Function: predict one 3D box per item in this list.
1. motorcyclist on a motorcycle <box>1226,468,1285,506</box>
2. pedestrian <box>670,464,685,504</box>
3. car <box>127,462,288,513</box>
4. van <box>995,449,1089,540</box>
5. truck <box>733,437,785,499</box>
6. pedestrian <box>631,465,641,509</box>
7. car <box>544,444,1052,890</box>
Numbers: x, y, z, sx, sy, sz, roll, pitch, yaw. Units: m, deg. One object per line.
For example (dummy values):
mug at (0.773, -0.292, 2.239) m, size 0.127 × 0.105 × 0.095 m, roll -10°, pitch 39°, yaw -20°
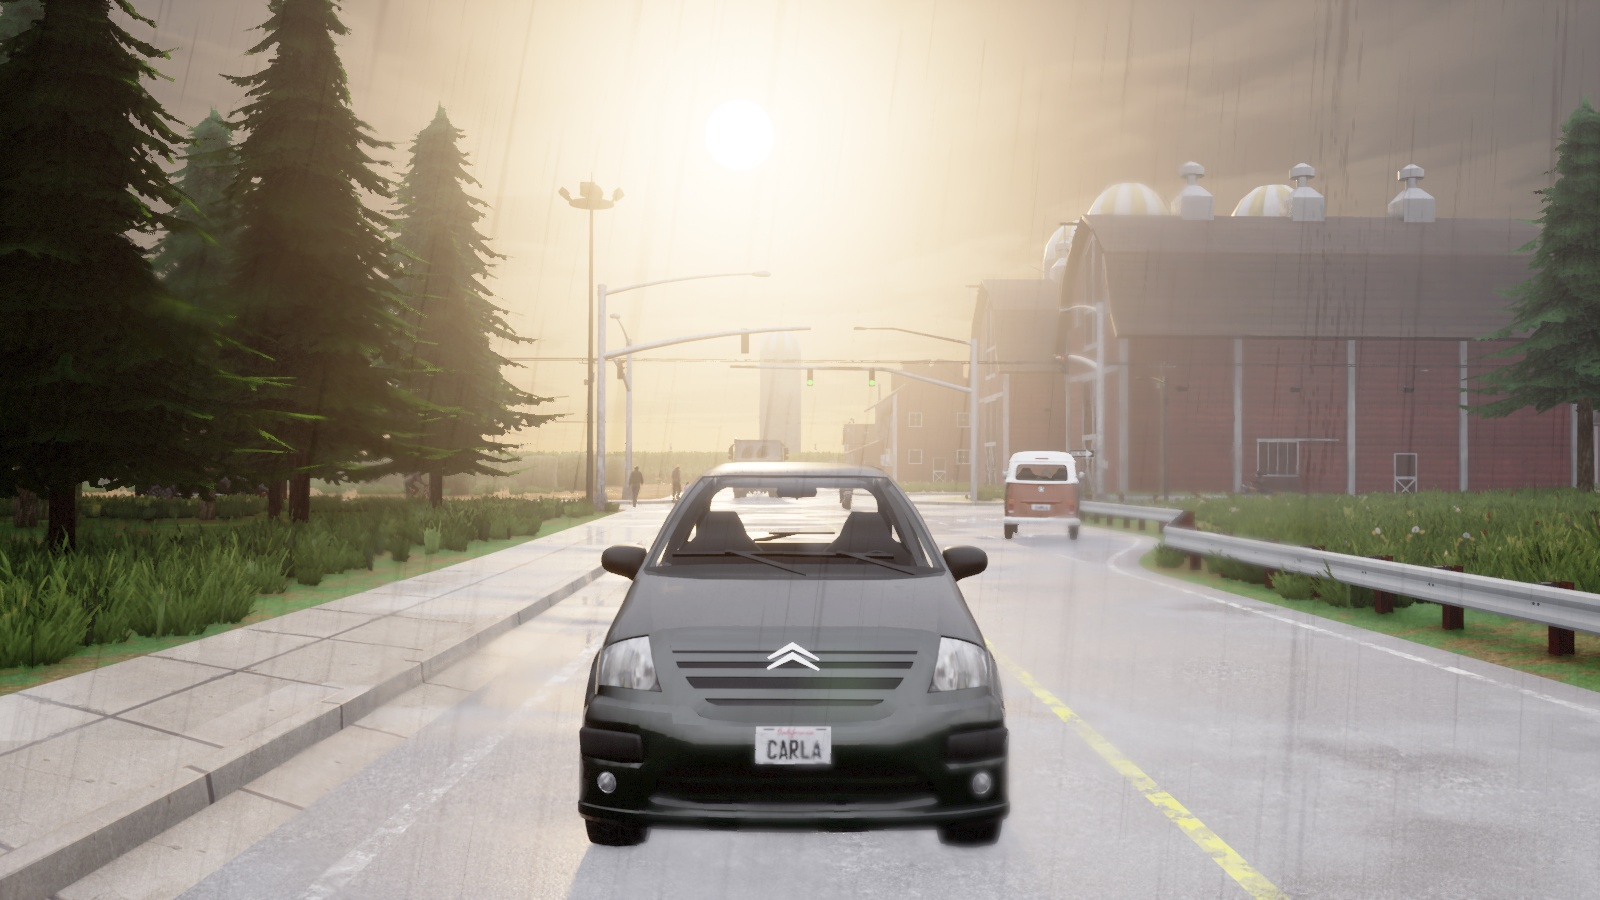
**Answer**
motorcyclist on a motorcycle at (20.276, 1.647, 55.910) m, size 2.350 × 1.649 × 0.766 m, roll 0°, pitch -1°, yaw -1°
pedestrian at (-5.748, 1.603, 59.041) m, size 0.331 × 1.846 × 0.634 m, roll -1°, pitch -1°, yaw 37°
car at (-24.170, 1.518, 51.378) m, size 5.566 × 2.045 × 2.150 m, roll 0°, pitch -1°, yaw -1°
van at (5.918, 1.028, 30.663) m, size 2.069 × 2.038 × 4.480 m, roll 0°, pitch -1°, yaw 11°
truck at (-2.453, 1.075, 73.816) m, size 2.891 × 3.462 × 7.936 m, roll 0°, pitch -1°, yaw -2°
pedestrian at (-6.929, 1.548, 52.946) m, size 0.353 × 1.847 × 0.614 m, roll 0°, pitch -1°, yaw -1°
car at (-0.021, 0.823, 6.581) m, size 1.851 × 1.617 × 3.988 m, roll 0°, pitch -1°, yaw 0°
